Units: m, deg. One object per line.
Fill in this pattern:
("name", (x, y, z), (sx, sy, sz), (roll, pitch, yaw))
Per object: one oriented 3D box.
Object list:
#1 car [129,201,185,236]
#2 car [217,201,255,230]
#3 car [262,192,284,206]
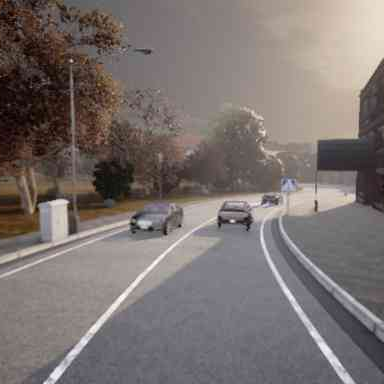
("car", (-1.662, 1.255, 17.264), (2.128, 1.511, 4.902), (1, 1, 11))
("car", (2.670, 1.270, 19.852), (2.128, 1.511, 4.902), (1, 1, 13))
("car", (9.510, 0.772, 39.055), (1.837, 1.490, 4.892), (2, 3, 25))
